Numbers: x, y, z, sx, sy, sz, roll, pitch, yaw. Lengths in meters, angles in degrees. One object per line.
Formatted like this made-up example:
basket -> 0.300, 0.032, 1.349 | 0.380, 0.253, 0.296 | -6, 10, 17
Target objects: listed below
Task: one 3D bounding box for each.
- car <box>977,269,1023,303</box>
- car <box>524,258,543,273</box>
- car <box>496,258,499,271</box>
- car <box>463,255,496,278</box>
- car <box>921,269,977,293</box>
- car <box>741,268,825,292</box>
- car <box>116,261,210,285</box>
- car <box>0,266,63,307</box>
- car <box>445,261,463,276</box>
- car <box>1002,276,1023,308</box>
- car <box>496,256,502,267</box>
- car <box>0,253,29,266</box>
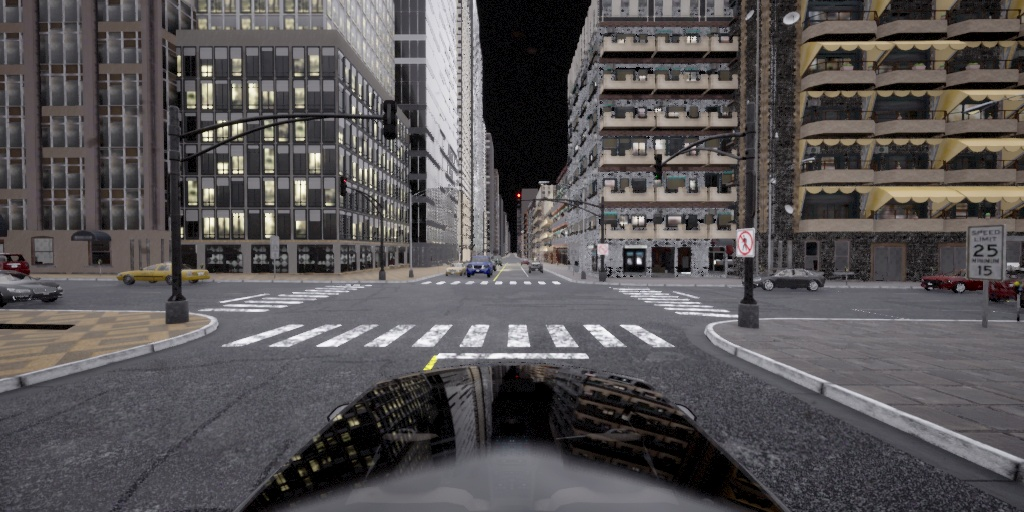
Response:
car -> 24.296, 1.340, 15.799 | 4.553, 1.767, 2.097 | 0, 1, 1
car -> 2.761, 1.289, 42.219 | 2.007, 1.370, 4.403 | 0, 0, 0
car -> -3.015, 1.215, 46.697 | 1.882, 1.535, 5.008 | 0, 0, 0
car -> -3.042, 0.962, 34.710 | 2.150, 2.045, 5.566 | 0, 0, 0
car -> 27.409, 1.462, 21.548 | 4.507, 1.381, 1.888 | 0, 0, 1
car -> 16.344, 1.375, 21.724 | 4.403, 1.370, 2.007 | 0, 0, 1
car -> -21.631, 1.029, 22.290 | 4.829, 1.417, 1.751 | 0, 0, 1
car -> -20.265, 1.204, 13.954 | 4.403, 1.370, 2.007 | 0, 0, 1
car -> -5.630, 1.265, 36.409 | 1.751, 1.417, 4.829 | 0, 0, 0
car -> 21.736, 1.576, 13.258 | 4.313, 1.339, 1.948 | 0, 0, 1
car -> -2.925, 0.957, 65.102 | 2.150, 2.045, 5.566 | 0, 0, 1
car -> -33.577, 0.712, 22.516 | 5.009, 1.841, 2.192 | 0, 0, 1
